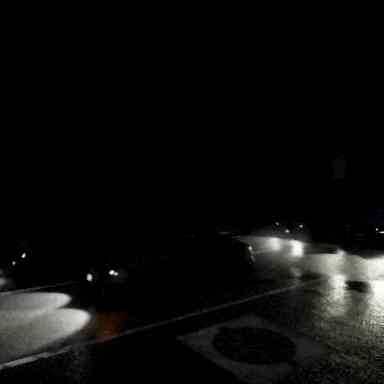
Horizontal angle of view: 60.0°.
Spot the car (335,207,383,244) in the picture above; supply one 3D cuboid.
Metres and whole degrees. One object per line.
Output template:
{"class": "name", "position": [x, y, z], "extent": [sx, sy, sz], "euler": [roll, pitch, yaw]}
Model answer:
{"class": "car", "position": [8.596, 1.410, 14.521], "extent": [5.008, 1.535, 1.882], "euler": [0, 0, -36]}

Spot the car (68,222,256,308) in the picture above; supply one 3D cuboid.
{"class": "car", "position": [-0.464, 1.544, 7.931], "extent": [4.181, 1.385, 1.994], "euler": [0, 0, -36]}

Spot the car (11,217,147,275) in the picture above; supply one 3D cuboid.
{"class": "car", "position": [-2.694, 1.531, 10.635], "extent": [5.357, 1.411, 2.033], "euler": [0, 0, -36]}

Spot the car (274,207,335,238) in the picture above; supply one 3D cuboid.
{"class": "car", "position": [6.696, 1.481, 17.468], "extent": [5.357, 1.411, 2.033], "euler": [0, 0, -36]}
